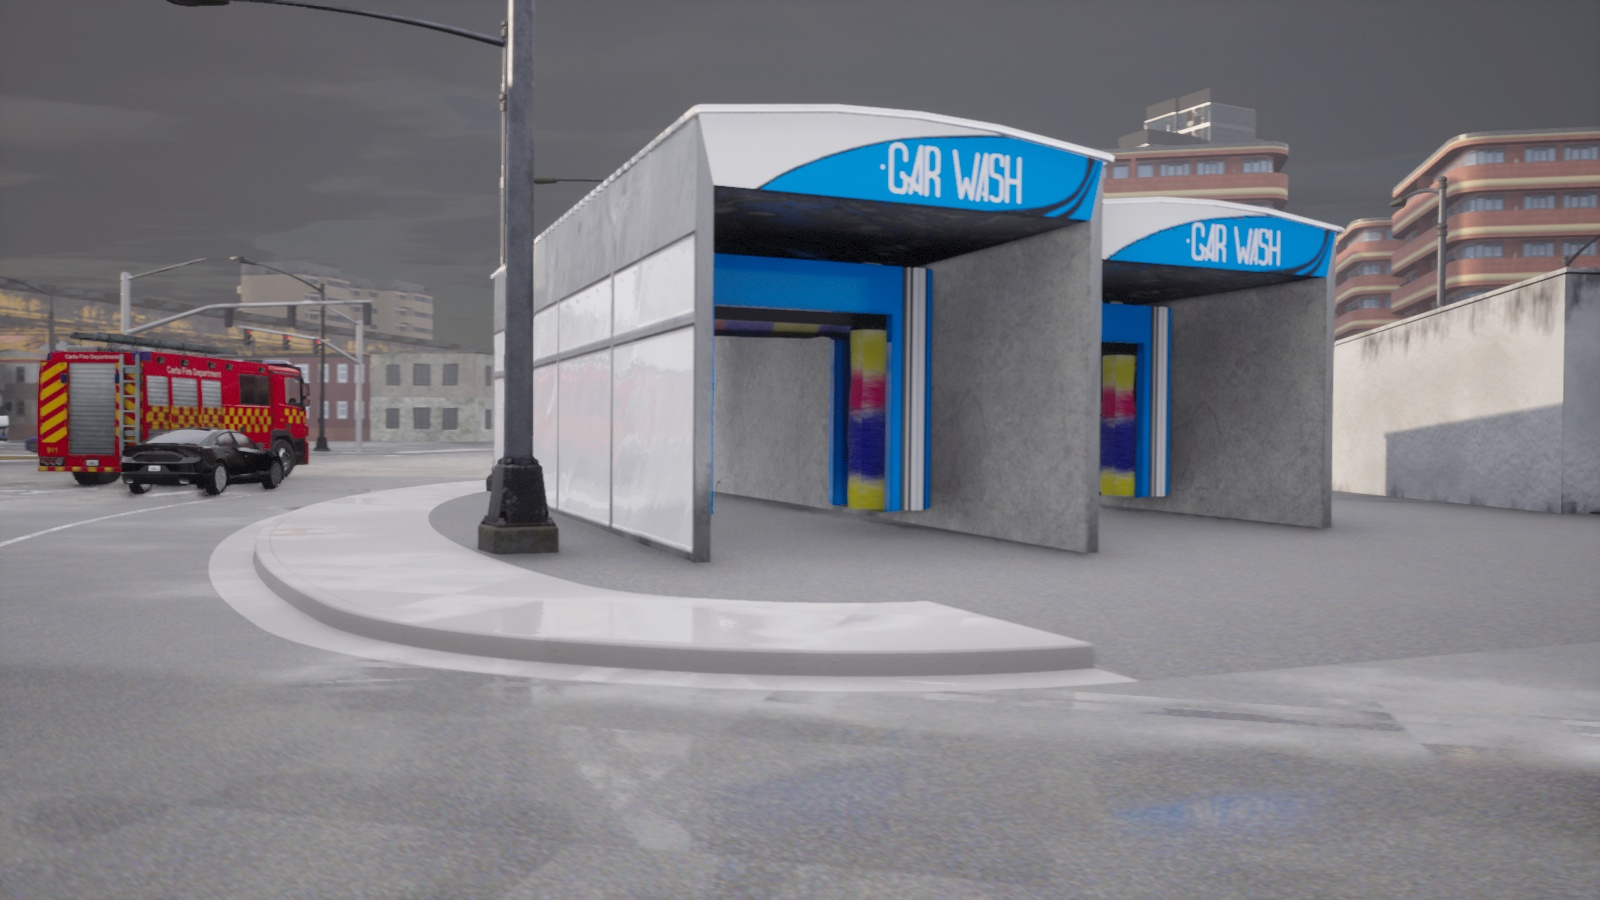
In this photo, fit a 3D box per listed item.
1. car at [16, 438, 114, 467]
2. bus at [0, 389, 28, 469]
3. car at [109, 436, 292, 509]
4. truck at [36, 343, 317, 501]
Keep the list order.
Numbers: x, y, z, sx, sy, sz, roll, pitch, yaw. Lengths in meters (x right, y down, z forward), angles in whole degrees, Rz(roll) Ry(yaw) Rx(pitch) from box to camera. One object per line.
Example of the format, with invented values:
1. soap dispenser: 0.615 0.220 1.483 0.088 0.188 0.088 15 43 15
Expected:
1. car: -40.805 0.143 69.748 4.514 1.525 2.007 0 1 13
2. bus: -47.527 -1.098 67.593 10.273 4.253 3.944 0 1 13
3. car: -13.791 0.457 29.257 1.882 1.535 5.008 -1 1 -1
4. truck: -16.833 -0.730 34.843 2.891 3.827 8.468 0 1 6
